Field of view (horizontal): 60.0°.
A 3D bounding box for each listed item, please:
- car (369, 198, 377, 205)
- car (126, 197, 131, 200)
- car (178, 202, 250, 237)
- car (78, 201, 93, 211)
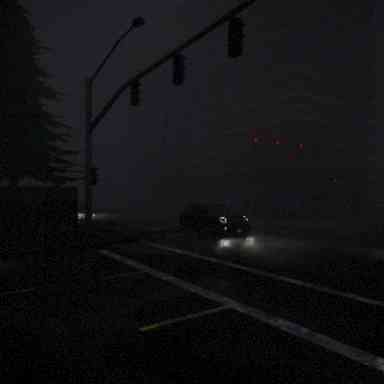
[{"bbox_3d":[30.421,1.589,58.561,1.994,1.385,4.181,0,0,-8],"label":"car"},{"bbox_3d":[-15.258,1.613,91.035,5.357,1.411,2.033,0,0,-35],"label":"car"},{"bbox_3d":[1.129,1.405,18.696,2.097,1.767,4.553,0,0,-35],"label":"car"},{"bbox_3d":[-13.171,1.659,39.016,1.895,1.301,4.718,0,0,-35],"label":"car"}]
